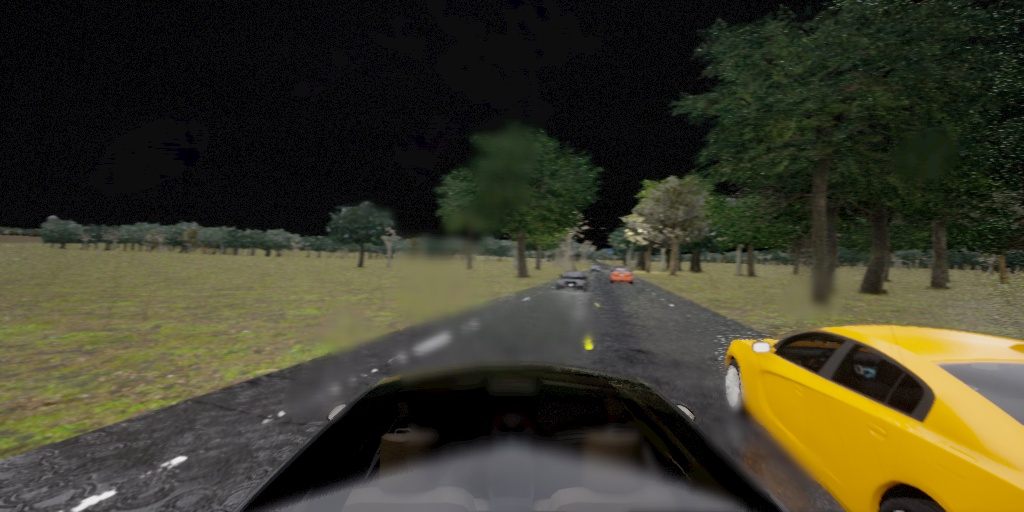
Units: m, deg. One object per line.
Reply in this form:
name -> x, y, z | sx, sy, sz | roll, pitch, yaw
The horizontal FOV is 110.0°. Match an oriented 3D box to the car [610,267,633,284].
car -> 11.035, 1.858, 36.264 | 2.097, 1.767, 4.553 | 1, -1, 15

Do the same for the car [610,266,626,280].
car -> 13.667, 2.183, 46.378 | 1.882, 1.535, 5.008 | 1, -1, 15

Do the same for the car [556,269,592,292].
car -> 4.358, 1.745, 25.367 | 1.994, 1.385, 4.181 | 1, -1, 15

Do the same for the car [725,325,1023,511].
car -> 3.497, 1.347, 3.102 | 1.882, 1.535, 5.008 | 1, -1, 15
